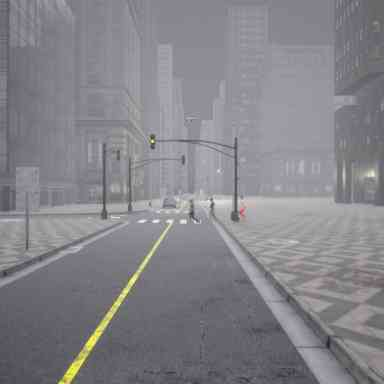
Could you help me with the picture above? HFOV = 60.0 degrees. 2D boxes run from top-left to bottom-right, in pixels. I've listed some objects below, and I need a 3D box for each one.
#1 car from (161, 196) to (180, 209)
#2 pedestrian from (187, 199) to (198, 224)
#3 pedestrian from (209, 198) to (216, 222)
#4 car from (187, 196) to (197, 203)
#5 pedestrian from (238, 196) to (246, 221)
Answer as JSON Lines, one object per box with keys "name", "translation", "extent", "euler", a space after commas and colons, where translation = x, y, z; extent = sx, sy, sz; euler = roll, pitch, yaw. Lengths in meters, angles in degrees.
{"name": "car", "translation": [-3.095, 1.517, 45.959], "extent": [1.837, 1.490, 4.892], "euler": [0, 1, 0]}
{"name": "pedestrian", "translation": [0.037, 1.302, 23.175], "extent": [0.375, 1.860, 0.375], "euler": [0, 0, 0]}
{"name": "pedestrian", "translation": [1.506, 1.302, 24.403], "extent": [0.375, 1.860, 0.375], "euler": [0, 0, 0]}
{"name": "car", "translation": [-0.004, 1.515, 69.632], "extent": [1.882, 1.535, 5.008], "euler": [0, 0, 0]}
{"name": "pedestrian", "translation": [3.592, 1.150, 23.775], "extent": [0.375, 1.860, 0.375], "euler": [0, 0, 0]}
